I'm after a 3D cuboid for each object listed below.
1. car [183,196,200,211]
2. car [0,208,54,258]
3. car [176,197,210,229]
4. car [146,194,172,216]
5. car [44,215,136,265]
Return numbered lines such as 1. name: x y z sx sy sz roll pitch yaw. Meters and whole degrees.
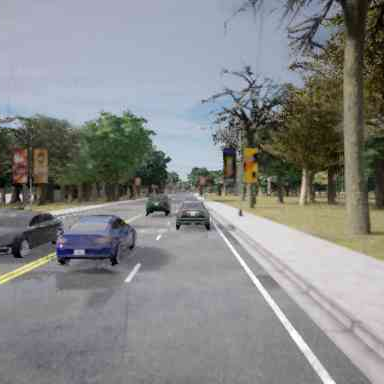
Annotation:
1. car: -0.086 1.381 42.420 2.097 1.767 4.553 0 0 0
2. car: -6.597 1.511 12.797 1.837 1.490 4.892 0 0 0
3. car: 0.045 1.364 21.892 2.097 1.767 4.553 0 0 0
4. car: -3.279 1.242 33.159 2.150 2.045 5.566 0 0 -1
5. car: -3.169 1.530 11.642 1.812 1.442 4.674 0 0 0
